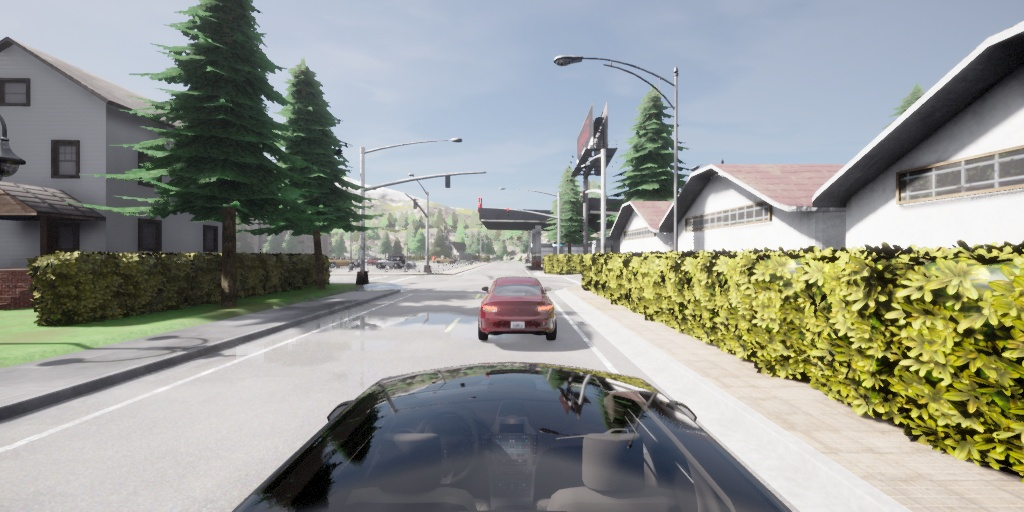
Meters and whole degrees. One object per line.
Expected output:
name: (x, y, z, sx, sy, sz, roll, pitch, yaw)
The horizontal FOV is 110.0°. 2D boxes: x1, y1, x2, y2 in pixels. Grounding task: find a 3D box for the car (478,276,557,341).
car: (0.127, 1.276, 9.791, 1.812, 1.442, 4.674, 0, 0, 0)
